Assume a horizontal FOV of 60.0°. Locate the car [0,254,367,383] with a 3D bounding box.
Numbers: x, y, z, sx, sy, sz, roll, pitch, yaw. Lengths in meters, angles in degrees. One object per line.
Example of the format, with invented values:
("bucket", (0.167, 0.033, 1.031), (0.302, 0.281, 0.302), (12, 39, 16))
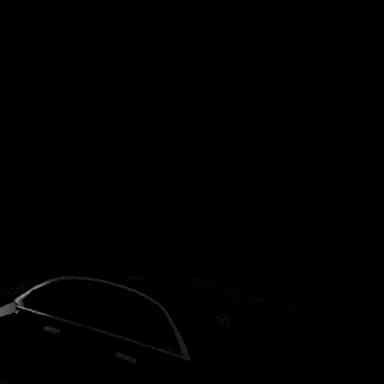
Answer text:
("car", (-0.767, 1.486, 3.800), (4.892, 1.521, 2.231), (0, 0, 36))
